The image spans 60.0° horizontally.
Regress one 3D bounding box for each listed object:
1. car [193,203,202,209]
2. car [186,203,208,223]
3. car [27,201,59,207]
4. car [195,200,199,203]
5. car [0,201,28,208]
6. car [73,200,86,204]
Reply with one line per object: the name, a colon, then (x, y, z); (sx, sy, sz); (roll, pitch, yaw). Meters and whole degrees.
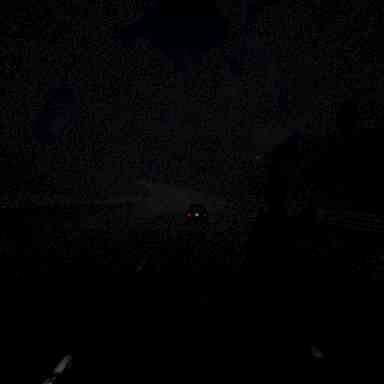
car: (1.236, 3.305, 79.728); (2.128, 1.511, 4.902); (0, -2, 1)
car: (0.446, 1.967, 29.603); (2.033, 1.411, 5.357); (0, -1, 1)
car: (-16.991, 1.991, 39.300); (1.837, 1.490, 4.892); (0, -1, 1)
car: (0.889, 2.635, 57.634); (1.837, 1.490, 4.892); (0, -2, 1)
car: (-20.483, 1.815, 39.542); (2.097, 1.767, 4.553); (0, -1, 1)
car: (-26.768, 2.636, 79.450); (1.882, 1.535, 5.008); (0, -2, 1)
